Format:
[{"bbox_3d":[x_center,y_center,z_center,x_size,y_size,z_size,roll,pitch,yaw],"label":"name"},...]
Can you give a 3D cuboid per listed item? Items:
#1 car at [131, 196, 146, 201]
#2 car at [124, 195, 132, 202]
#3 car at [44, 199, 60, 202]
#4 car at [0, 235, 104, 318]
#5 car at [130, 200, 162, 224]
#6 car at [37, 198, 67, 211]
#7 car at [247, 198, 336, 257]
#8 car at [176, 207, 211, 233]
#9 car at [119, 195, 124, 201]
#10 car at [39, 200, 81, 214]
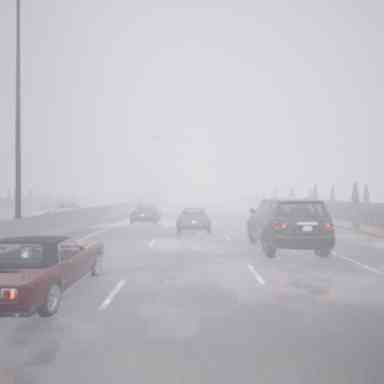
[{"bbox_3d":[-10.494,1.606,68.260,2.033,1.411,5.357,0,0,0],"label":"car"},{"bbox_3d":[-13.993,1.666,77.856,1.895,1.301,4.718,0,0,0],"label":"car"},{"bbox_3d":[-14.089,1.583,36.594,2.033,1.411,5.357,0,0,0],"label":"car"},{"bbox_3d":[-3.399,1.608,7.384,1.895,1.301,4.718,0,0,0],"label":"car"},{"bbox_3d":[-3.397,1.588,25.101,1.994,1.385,4.181,0,0,0],"label":"car"},{"bbox_3d":[-17.575,1.567,42.125,1.812,1.442,4.674,0,0,0],"label":"car"},{"bbox_3d":[3.602,1.234,13.053,2.150,2.045,5.566,0,0,0],"label":"car"},{"bbox_3d":[0.102,1.583,19.788,1.994,1.385,4.181,0,0,0],"label":"car"},{"bbox_3d":[-17.469,1.441,85.043,1.812,1.442,4.674,0,0,0],"label":"car"},{"bbox_3d":[-10.595,1.628,27.740,1.895,1.301,4.718,0,0,0],"label":"car"}]
